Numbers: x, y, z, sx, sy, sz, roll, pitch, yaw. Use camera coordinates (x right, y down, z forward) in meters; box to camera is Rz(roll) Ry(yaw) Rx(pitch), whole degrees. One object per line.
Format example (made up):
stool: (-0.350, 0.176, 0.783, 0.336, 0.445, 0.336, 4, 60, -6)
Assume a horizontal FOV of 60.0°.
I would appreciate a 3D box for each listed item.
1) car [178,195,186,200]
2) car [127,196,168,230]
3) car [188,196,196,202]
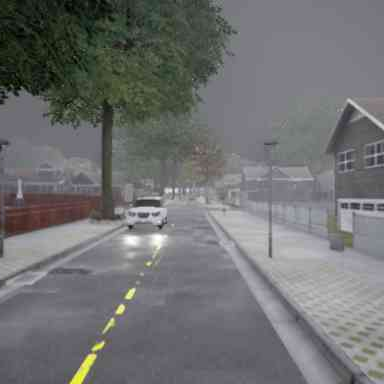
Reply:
car: (-2.777, 1.579, 94.174, 1.837, 1.490, 4.892, 0, 0, 0)
car: (-2.850, 1.329, 22.261, 2.150, 2.045, 5.566, 0, 0, 0)
car: (-0.025, 1.790, 85.836, 1.837, 1.490, 4.892, 0, 0, 0)
